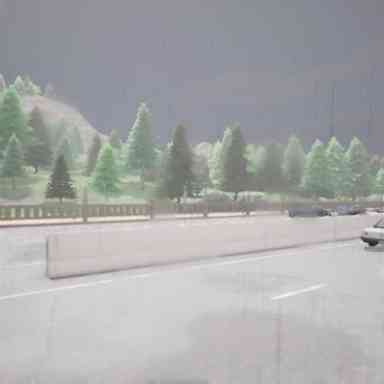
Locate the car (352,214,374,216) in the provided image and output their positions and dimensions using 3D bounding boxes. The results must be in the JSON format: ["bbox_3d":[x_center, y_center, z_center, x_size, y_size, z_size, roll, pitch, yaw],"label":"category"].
[{"bbox_3d":[16.093,2.033,28.412,4.718,1.301,1.895,1,-1,-35],"label":"car"}]

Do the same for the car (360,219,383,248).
[{"bbox_3d":[9.645,1.835,14.974,4.718,1.301,1.895,1,-1,-35],"label":"car"}]

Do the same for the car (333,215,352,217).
[{"bbox_3d":[14.979,1.963,31.914,4.902,1.511,2.128,1,-1,-35],"label":"car"}]

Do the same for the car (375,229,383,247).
[{"bbox_3d":[6.921,1.708,8.728,4.181,1.385,1.994,1,-1,-36],"label":"car"}]
